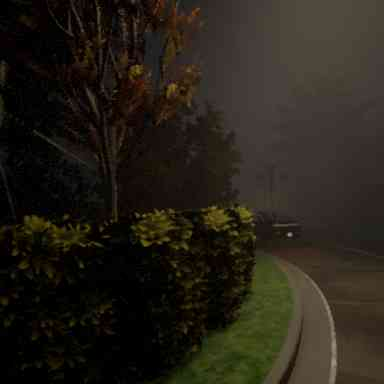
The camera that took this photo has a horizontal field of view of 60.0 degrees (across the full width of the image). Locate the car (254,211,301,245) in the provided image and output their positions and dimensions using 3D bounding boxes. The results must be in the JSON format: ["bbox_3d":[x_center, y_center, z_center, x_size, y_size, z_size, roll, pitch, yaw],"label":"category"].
[{"bbox_3d":[3.591,1.751,17.299,2.128,1.511,4.902,0,-1,-20],"label":"car"}]
